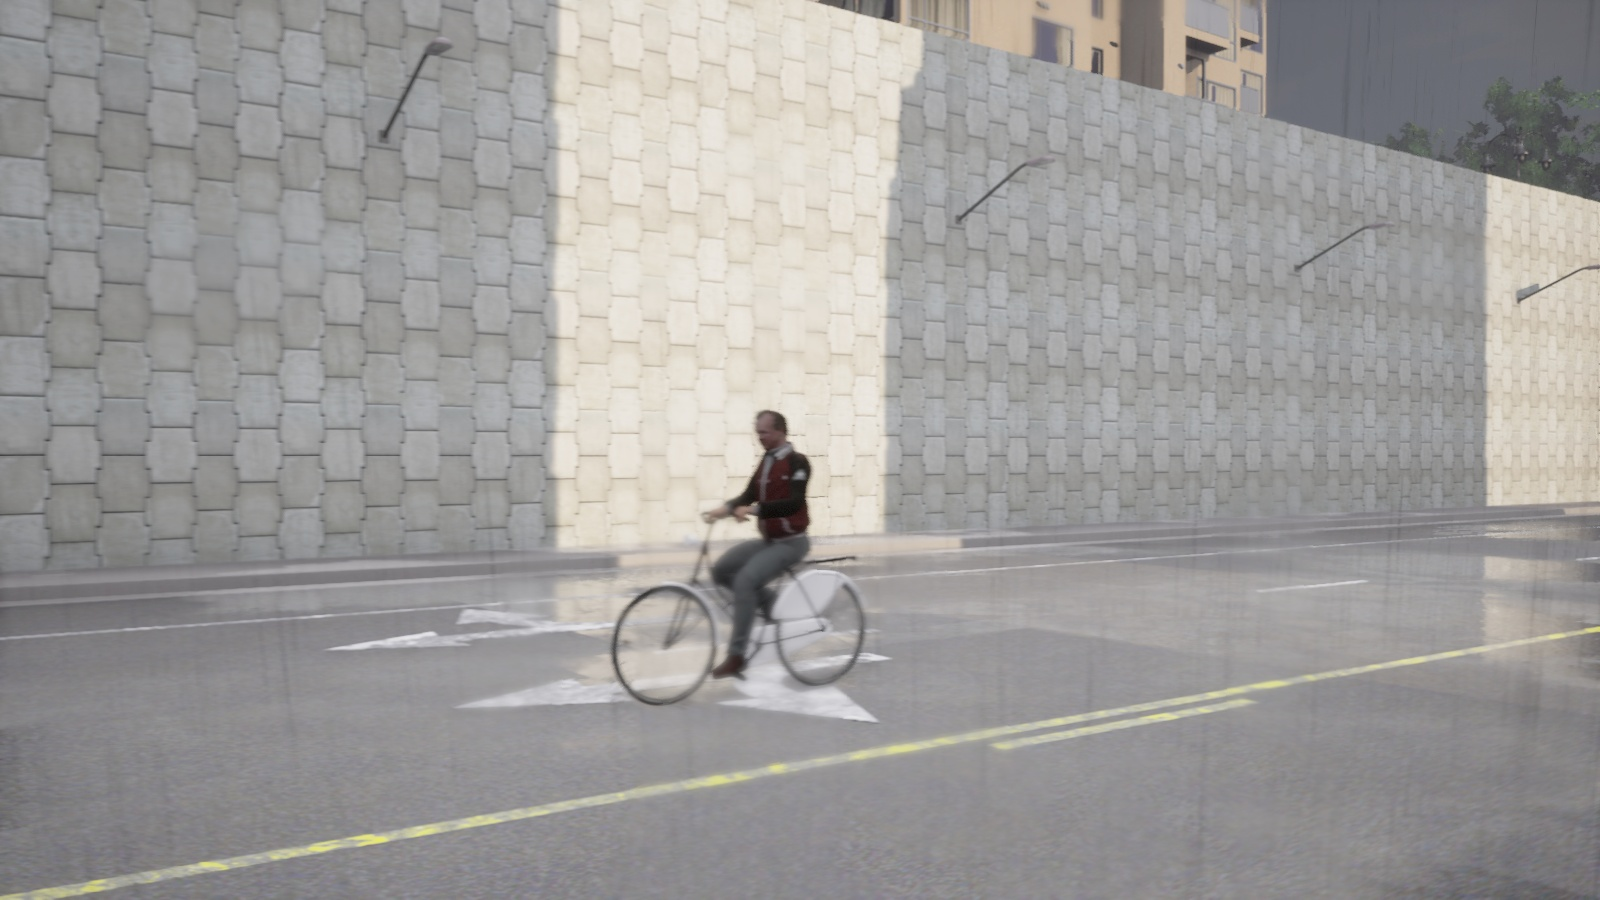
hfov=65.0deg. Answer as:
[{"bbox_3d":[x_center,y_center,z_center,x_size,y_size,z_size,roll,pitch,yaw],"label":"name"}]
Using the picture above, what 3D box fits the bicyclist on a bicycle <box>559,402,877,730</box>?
[{"bbox_3d":[-0.464,0.634,7.601,1.843,1.776,0.659,0,0,-35],"label":"bicyclist on a bicycle"}]
